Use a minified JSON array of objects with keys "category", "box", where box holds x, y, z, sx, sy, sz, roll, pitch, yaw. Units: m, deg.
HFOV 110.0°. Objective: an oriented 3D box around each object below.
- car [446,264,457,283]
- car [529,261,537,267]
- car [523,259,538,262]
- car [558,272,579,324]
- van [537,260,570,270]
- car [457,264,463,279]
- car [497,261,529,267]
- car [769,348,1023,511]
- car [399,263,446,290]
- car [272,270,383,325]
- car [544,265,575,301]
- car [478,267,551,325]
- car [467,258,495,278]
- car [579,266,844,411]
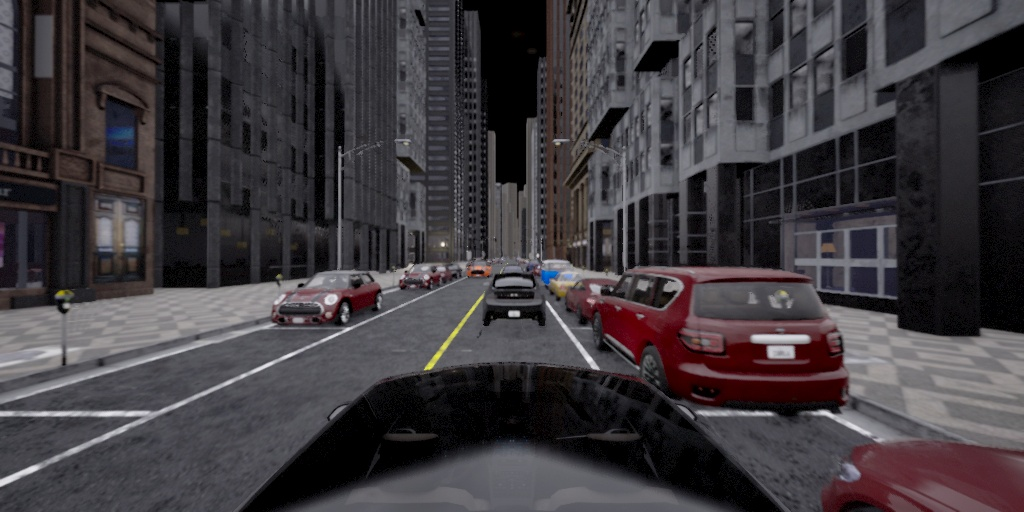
[{"category":"car","box":[-5.764,1.409,28.462,1.802,1.307,4.207,0,0,0]},{"category":"car","box":[2.761,1.426,34.082,1.802,1.307,4.207,0,0,0]},{"category":"car","box":[2.996,1.240,48.486,2.097,1.767,4.553,0,0,0]},{"category":"car","box":[2.762,1.360,11.674,1.802,1.307,4.207,0,0,0]},{"category":"van","box":[2.761,1.152,22.877,1.690,1.789,3.998,0,0,0]},{"category":"car","box":[-5.765,1.410,34.064,1.948,1.339,4.313,0,0,0]},{"category":"car","box":[0.083,1.377,29.105,2.033,1.411,5.357,0,0,0]},{"category":"car","box":[2.763,1.328,0.469,1.802,1.307,4.207,0,0,0]},{"category":"car","box":[-5.764,1.251,22.861,1.967,1.591,4.097,0,0,0]},{"category":"car","box":[-5.763,1.218,11.658,1.967,1.591,4.097,0,0,0]},{"category":"car","box":[2.762,1.320,17.445,1.751,1.417,4.829,0,0,0]},{"category":"car","box":[0.071,1.286,11.996,1.837,1.490,4.892,0,0,0]},{"category":"car","box":[-3.101,1.198,34.699,2.097,1.767,4.553,0,0,0]},{"category":"car","box":[2.763,1.077,6.071,2.192,1.841,5.009,0,0,0]}]
